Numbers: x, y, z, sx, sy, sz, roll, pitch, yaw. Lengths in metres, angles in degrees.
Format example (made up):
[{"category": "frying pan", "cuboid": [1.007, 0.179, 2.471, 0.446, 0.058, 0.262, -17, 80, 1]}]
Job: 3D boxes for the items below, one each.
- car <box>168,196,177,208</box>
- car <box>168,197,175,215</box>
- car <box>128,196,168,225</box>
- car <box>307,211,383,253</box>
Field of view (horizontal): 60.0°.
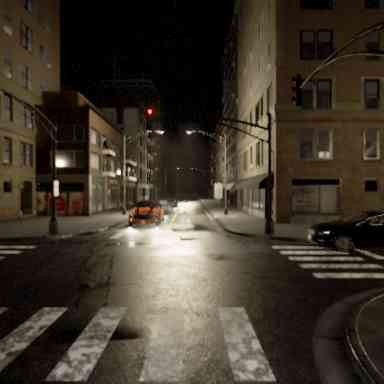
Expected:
[{"category": "car", "cuboid": [-3.183, 1.340, 47.824, 2.097, 1.767, 4.553, 0, 0, -1]}, {"category": "car", "cuboid": [-3.165, 1.539, 34.272, 2.033, 1.411, 5.357, 0, 0, 0]}, {"category": "car", "cuboid": [-3.143, 1.349, 23.677, 2.097, 1.767, 4.553, 0, 0, 0]}, {"category": "car", "cuboid": [7.116, 1.514, 13.051, 4.902, 1.511, 2.128, 0, 0, 2]}]
